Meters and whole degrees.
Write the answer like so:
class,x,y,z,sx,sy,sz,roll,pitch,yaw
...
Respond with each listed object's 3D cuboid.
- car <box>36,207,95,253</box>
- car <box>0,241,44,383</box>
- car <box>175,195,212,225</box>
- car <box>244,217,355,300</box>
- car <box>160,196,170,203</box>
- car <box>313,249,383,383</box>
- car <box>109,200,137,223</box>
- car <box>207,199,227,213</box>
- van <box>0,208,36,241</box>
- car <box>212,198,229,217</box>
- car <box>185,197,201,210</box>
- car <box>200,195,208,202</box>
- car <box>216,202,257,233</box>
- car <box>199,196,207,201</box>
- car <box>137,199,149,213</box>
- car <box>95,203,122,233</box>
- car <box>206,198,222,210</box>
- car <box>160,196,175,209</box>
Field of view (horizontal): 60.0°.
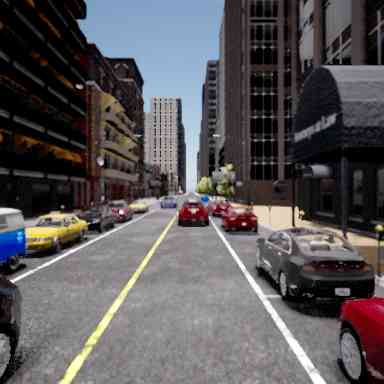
class,x,y,z,sx,sy,sz,roll,pitch,yaw
car,-5.686,1.510,13.625,1.752,1.417,4.829,0,0,0
car,-3.101,1.502,2.382,1.837,1.490,4.892,0,0,0
car,0.106,1.325,24.081,2.097,1.767,4.553,0,0,0
car,2.693,1.542,8.129,2.008,1.369,4.403,0,0,0
car,-5.674,1.522,70.260,1.752,1.417,4.829,0,0,0
car,2.692,1.542,2.465,1.887,1.381,4.507,0,0,0
car,-5.683,1.414,25.121,1.967,1.590,4.097,0,0,0
car,2.699,1.515,36.446,1.887,1.381,4.507,0,0,0
van,-5.687,1.332,8.131,1.690,1.788,3.998,0,0,0
car,2.697,1.410,30.784,1.967,1.590,4.097,0,0,0
car,0.113,1.451,42.424,1.882,1.535,5.008,0,0,0
car,2.707,1.529,76.262,1.752,1.417,4.829,0,0,0
car,2.695,1.523,19.458,1.887,1.381,4.507,0,0,0
car,2.708,1.594,81.755,1.802,1.307,4.206,0,0,0
car,-5.681,1.496,36.278,1.752,1.417,4.829,0,0,0
car,-5.685,1.545,19.460,1.947,1.339,4.313,0,0,0
car,2.700,1.498,42.278,1.752,1.417,4.829,0,0,0
car,-3.077,1.326,44.707,2.097,1.767,4.553,0,0,0
